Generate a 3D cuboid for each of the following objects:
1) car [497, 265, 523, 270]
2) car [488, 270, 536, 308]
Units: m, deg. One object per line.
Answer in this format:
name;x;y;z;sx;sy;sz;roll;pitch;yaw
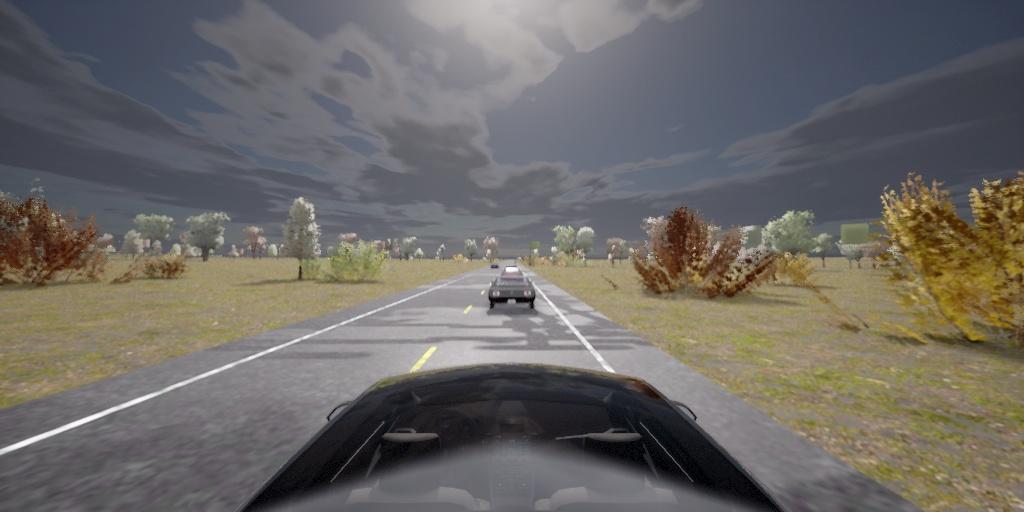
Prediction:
car;0.000;1.600;31.138;1.994;1.385;4.181;0;-1;0
car;-0.001;1.487;15.965;1.895;1.301;4.718;0;-1;0
